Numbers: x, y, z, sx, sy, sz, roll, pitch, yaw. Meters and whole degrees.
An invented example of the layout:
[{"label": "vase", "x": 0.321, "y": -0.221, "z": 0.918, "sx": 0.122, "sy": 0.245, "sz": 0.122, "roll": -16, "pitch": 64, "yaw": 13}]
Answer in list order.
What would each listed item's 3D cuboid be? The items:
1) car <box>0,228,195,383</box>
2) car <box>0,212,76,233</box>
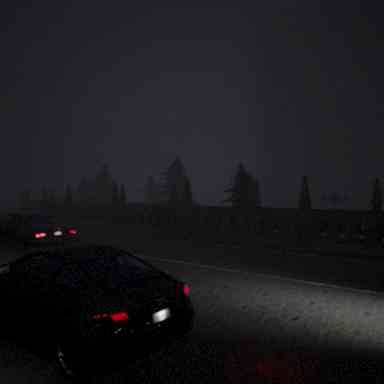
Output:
[{"label": "car", "x": -2.011, "y": 1.563, "z": 5.484, "sx": 4.181, "sy": 1.385, "sz": 1.994, "roll": 0, "pitch": 0, "yaw": 36}, {"label": "car", "x": -6.749, "y": 1.545, "z": 13.713, "sx": 5.357, "sy": 1.411, "sz": 2.033, "roll": 0, "pitch": 0, "yaw": 41}]
